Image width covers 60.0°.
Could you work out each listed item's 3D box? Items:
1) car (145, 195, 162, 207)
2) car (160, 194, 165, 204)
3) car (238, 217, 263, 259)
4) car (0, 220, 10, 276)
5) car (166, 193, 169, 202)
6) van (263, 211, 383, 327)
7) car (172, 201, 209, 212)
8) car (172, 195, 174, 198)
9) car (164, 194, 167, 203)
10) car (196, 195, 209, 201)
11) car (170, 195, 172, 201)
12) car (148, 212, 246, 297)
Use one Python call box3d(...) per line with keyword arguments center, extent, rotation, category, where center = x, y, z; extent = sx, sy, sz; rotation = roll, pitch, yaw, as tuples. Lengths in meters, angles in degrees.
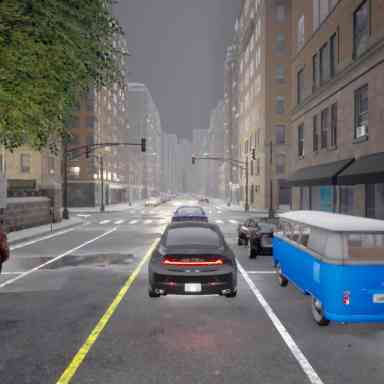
box3d(center=(-6.056, 1.498, 50.194), extent=(1.752, 1.417, 4.829), rotation=(0, 0, 0), category="car")
box3d(center=(-6.099, 1.521, 55.814), extent=(2.008, 1.369, 4.403), rotation=(0, 0, 0), category="car")
box3d(center=(2.765, 1.563, 12.443), extent=(1.947, 1.339, 4.313), rotation=(0, 0, 0), category="car")
box3d(center=(-5.716, 1.314, 6.676), extent=(2.192, 1.841, 5.009), rotation=(0, 0, 0), category="car")
box3d(center=(-6.185, 1.514, 66.716), extent=(1.887, 1.381, 4.507), rotation=(0, 0, 0), category="car")
box3d(center=(2.808, 1.340, 6.783), extent=(1.690, 1.788, 3.998), rotation=(0, 0, 0), category="van")
box3d(center=(-0.103, 1.472, 18.020), extent=(1.882, 1.535, 5.008), rotation=(0, 0, 0), category="car")
box3d(center=(-6.313, 1.289, 83.068), extent=(2.192, 1.841, 5.009), rotation=(0, 0, 0), category="car")
box3d(center=(-6.142, 1.514, 61.265), extent=(1.887, 1.381, 4.507), rotation=(0, 0, 0), category="car")
box3d(center=(2.339, 1.409, 66.818), extent=(1.967, 1.590, 4.097), rotation=(0, 0, 0), category="car")
box3d(center=(-6.270, 1.522, 77.617), extent=(2.008, 1.369, 4.403), rotation=(0, 0, 0), category="car")
box3d(center=(0.009, 1.503, 8.525), extent=(1.837, 1.490, 4.892), rotation=(0, 0, 0), category="car")
